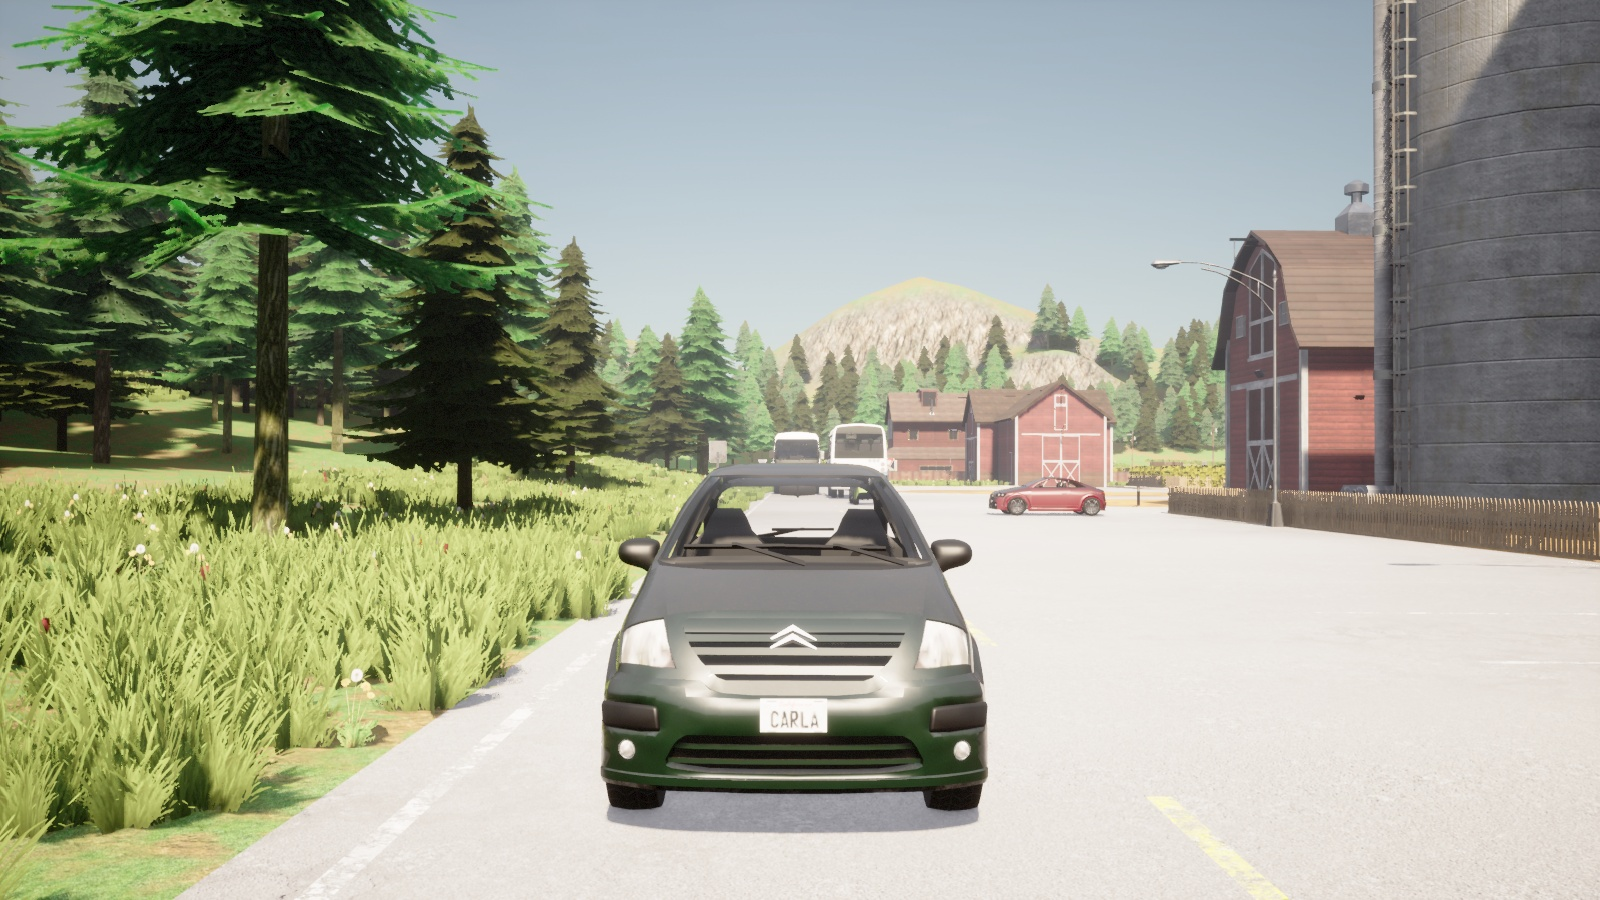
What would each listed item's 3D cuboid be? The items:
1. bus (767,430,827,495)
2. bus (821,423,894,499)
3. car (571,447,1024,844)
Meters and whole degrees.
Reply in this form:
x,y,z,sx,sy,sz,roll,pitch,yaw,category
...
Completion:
x,y,z,sx,sy,sz,roll,pitch,yaw,category
-0.215,0.915,88.123,3.944,4.253,10.273,0,-1,0,bus
3.315,0.697,75.945,3.944,4.253,10.273,0,-1,0,bus
-0.018,0.833,7.139,1.851,1.617,3.988,0,-1,0,car
